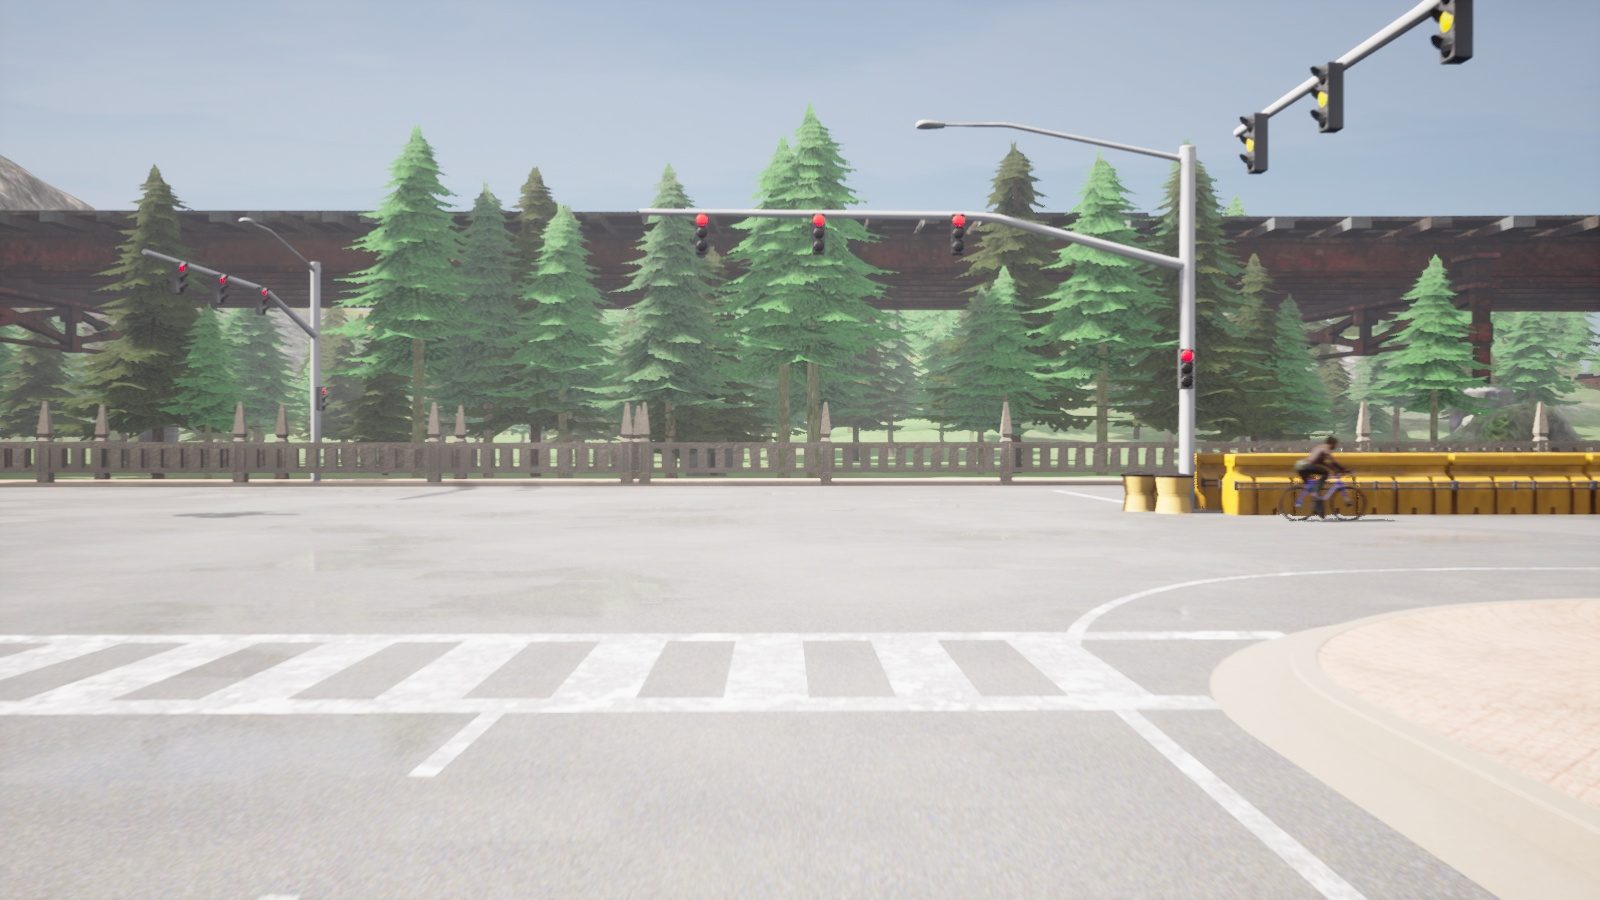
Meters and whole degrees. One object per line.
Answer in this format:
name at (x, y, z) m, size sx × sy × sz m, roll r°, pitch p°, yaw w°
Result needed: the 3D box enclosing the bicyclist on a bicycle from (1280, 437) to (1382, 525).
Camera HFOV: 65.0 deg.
bicyclist on a bicycle at (9.941, 0.575, 23.533) m, size 1.656 × 1.620 × 0.582 m, roll 0°, pitch 0°, yaw -1°
